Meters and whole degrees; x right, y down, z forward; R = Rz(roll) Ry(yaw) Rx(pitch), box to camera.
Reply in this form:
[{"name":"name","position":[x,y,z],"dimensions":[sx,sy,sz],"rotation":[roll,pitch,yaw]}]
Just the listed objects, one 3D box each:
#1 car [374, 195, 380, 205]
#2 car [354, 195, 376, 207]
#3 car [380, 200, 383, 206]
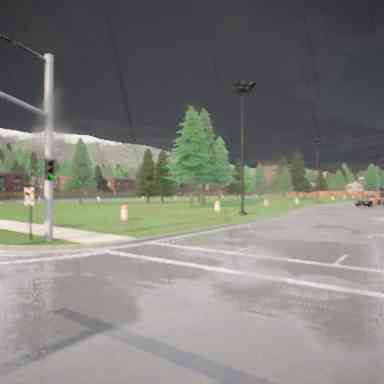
[{"name":"car","position":[31.261,1.336,57.551],"dimensions":[2.097,1.767,4.553],"rotation":[0,0,35]},{"name":"car","position":[25.537,1.584,49.393],"dimensions":[1.895,1.301,4.718],"rotation":[0,0,35]},{"name":"car","position":[28.850,1.518,48.023],"dimensions":[1.812,1.442,4.674],"rotation":[0,0,35]}]
